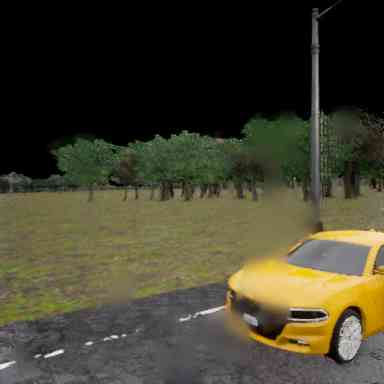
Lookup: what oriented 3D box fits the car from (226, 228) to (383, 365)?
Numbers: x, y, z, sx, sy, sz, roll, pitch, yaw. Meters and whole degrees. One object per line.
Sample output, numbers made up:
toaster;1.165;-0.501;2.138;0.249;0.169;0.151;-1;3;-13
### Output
car;2.842;1.479;6.019;5.008;1.535;1.882;0;0;-35
